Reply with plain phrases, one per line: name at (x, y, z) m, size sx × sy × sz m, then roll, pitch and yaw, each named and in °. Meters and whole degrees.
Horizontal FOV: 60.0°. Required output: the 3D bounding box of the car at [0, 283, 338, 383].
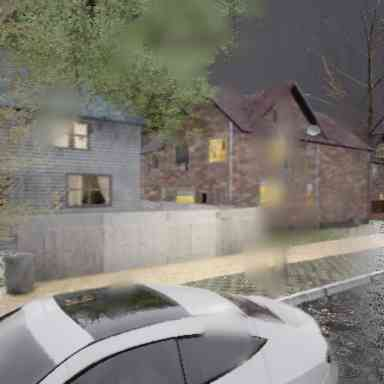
car at (-0.810, 1.529, 2.370) m, size 4.674 × 1.442 × 1.812 m, roll 0°, pitch 0°, yaw -36°
